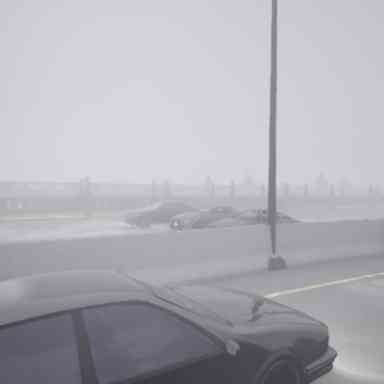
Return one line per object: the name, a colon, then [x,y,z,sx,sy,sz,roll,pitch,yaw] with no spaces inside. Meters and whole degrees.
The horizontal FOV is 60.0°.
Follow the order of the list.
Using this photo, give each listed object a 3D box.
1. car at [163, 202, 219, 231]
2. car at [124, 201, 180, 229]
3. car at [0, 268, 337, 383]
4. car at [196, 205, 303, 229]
car: [1.009,1.332,16.562,4.181,1.385,1.994,0,1,-28]
car: [-1.563,1.233,19.149,4.674,1.442,1.812,0,1,-28]
car: [-1.028,1.489,2.989,5.357,1.411,2.033,0,1,-33]
car: [2.575,1.391,13.433,4.181,1.385,1.994,0,1,-28]
